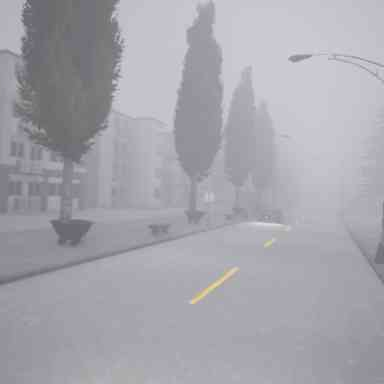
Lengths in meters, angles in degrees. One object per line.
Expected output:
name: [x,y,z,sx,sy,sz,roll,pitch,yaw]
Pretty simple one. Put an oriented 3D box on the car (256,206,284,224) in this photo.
car: [7.003,1.984,29.621,1.994,1.385,4.181,3,0,22]
